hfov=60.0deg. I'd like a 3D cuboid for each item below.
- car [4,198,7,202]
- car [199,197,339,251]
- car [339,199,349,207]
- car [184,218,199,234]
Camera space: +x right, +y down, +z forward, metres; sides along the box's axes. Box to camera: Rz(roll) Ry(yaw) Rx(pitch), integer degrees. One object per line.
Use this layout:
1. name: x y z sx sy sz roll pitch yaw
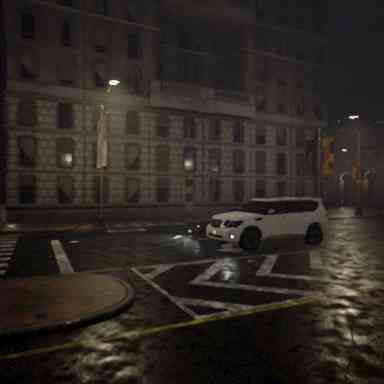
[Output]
1. car: -34.934 1.511 66.486 2.033 1.411 5.357 0 0 16
2. car: 3.381 1.235 14.358 5.566 2.045 2.150 0 0 -25
3. car: 21.984 1.574 51.803 1.837 1.490 4.892 0 0 -26
4. car: 2.292 1.561 17.718 5.357 1.411 2.033 0 0 -25
